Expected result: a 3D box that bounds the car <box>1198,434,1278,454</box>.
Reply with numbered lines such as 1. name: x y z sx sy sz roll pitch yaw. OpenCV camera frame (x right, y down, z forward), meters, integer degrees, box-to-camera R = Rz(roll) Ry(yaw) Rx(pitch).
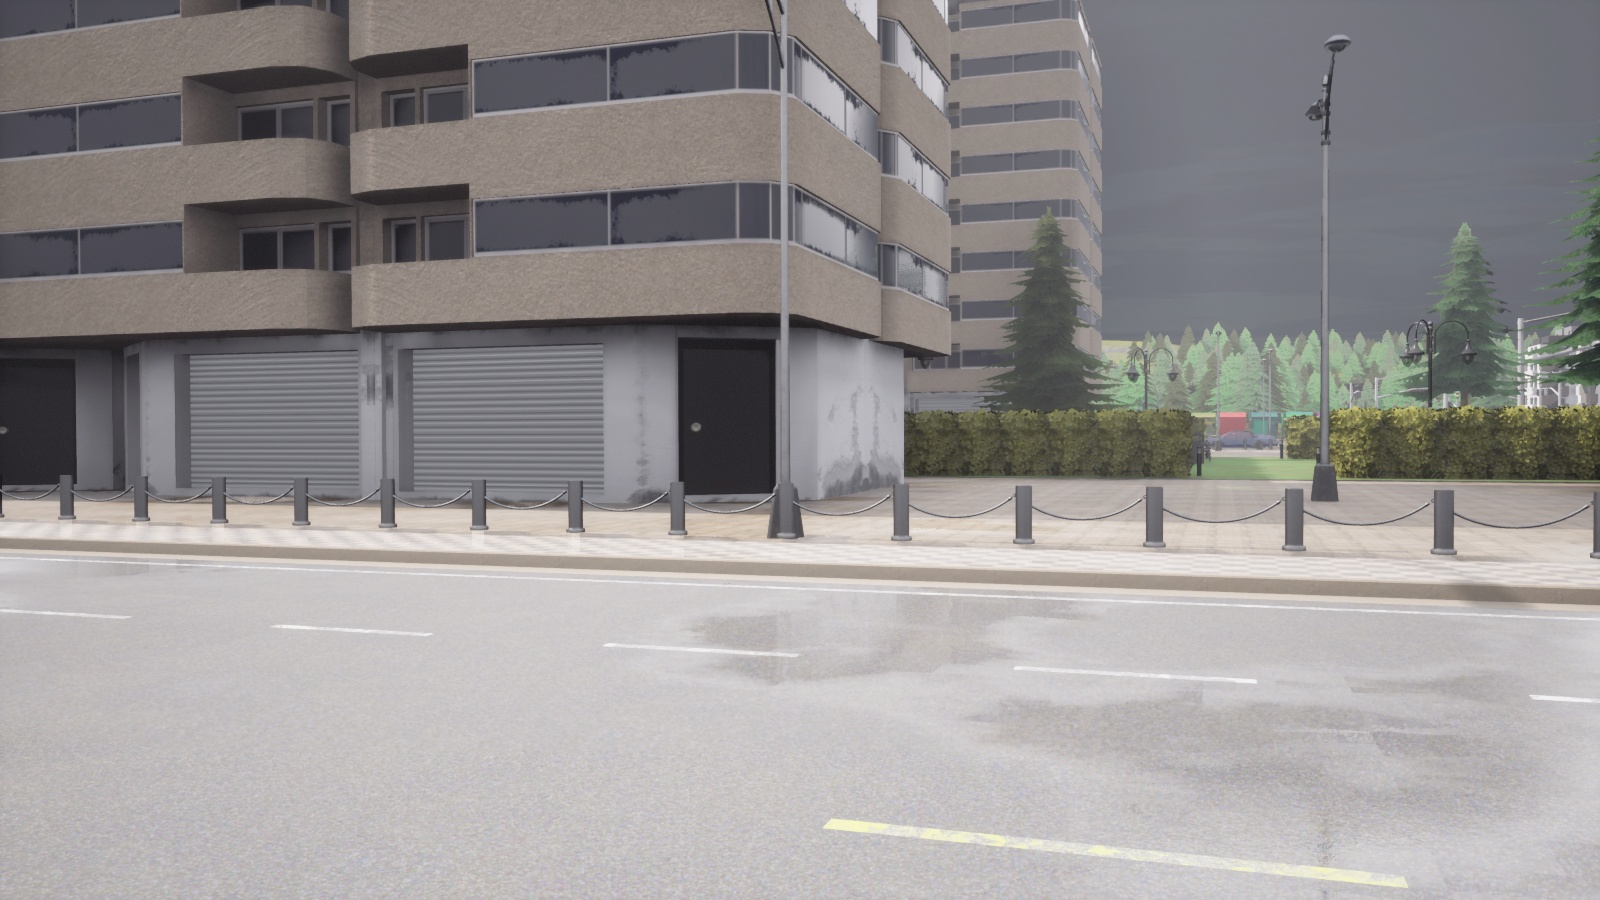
1. car: 31.435 -0.453 90.236 5.357 1.411 2.033 1 1 18
